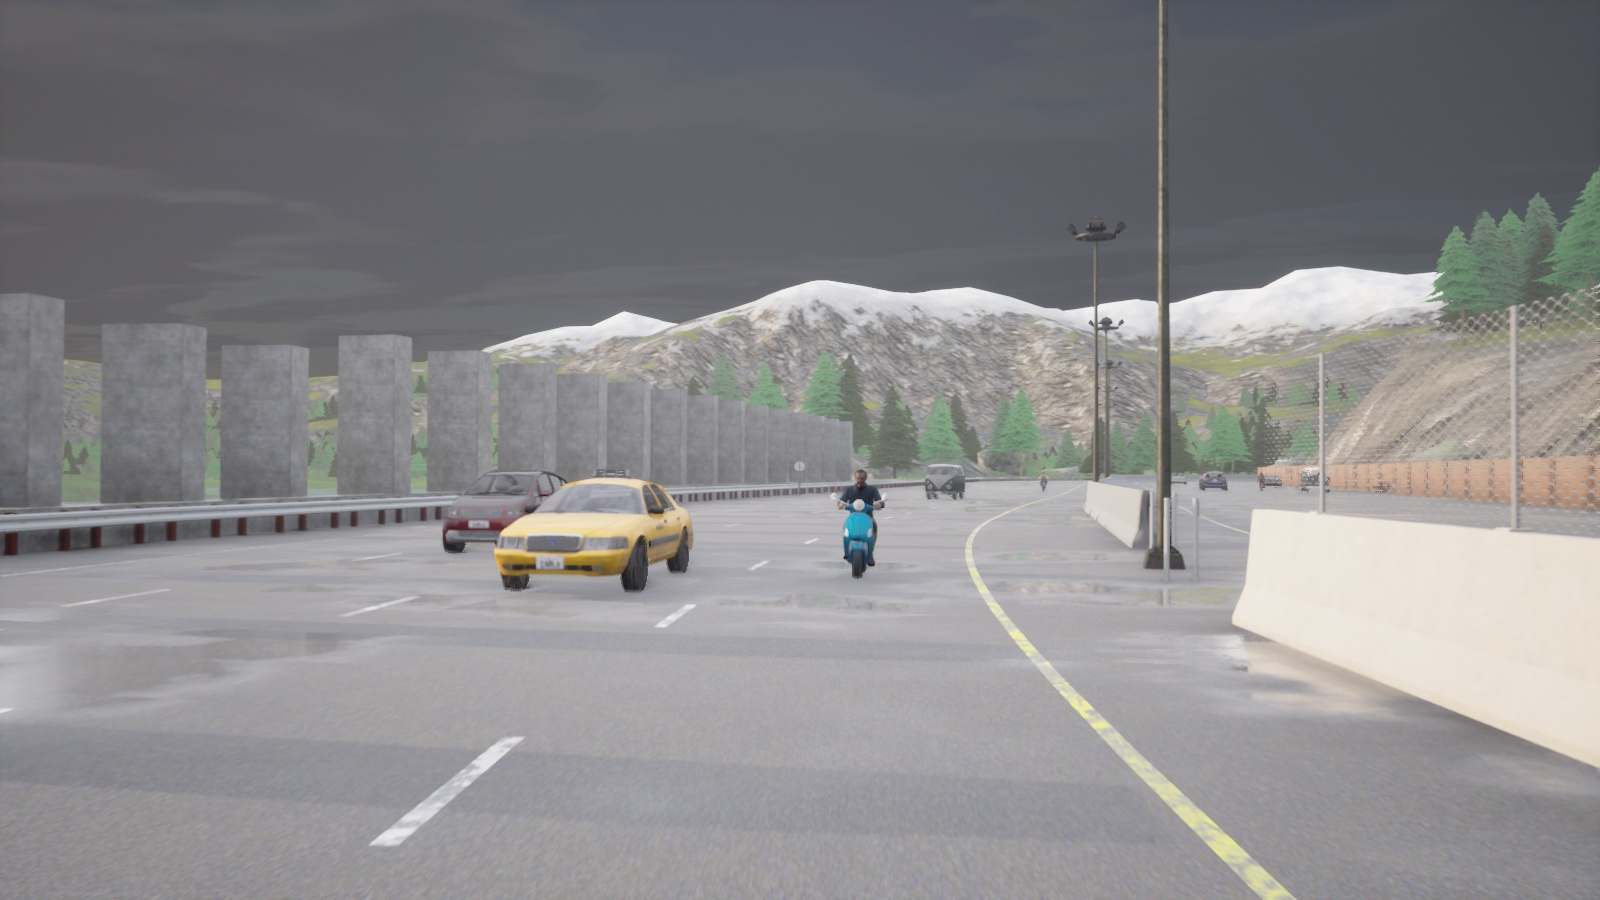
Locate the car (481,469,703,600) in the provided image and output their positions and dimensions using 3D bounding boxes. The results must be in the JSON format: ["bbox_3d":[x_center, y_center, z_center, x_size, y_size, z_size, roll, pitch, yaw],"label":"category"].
[{"bbox_3d":[-2.723,1.062,17.824,1.801,1.575,5.366,0,-1,5],"label":"car"}]

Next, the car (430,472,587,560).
[{"bbox_3d":[-5.534,1.220,24.337,1.789,1.549,3.705,-1,-1,7],"label":"car"}]

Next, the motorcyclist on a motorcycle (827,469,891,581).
[{"bbox_3d":[0.904,1.080,18.800,0.866,1.590,1.817,0,-1,6],"label":"motorcyclist on a motorcycle"}]

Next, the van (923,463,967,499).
[{"bbox_3d":[8.098,1.711,70.050,1.775,1.987,4.442,0,-1,15],"label":"van"}]
